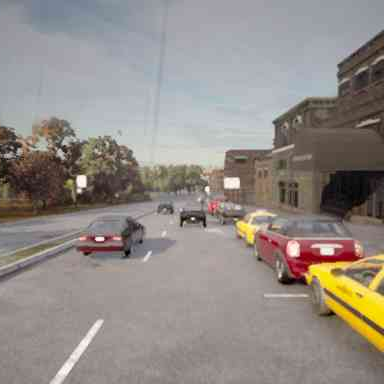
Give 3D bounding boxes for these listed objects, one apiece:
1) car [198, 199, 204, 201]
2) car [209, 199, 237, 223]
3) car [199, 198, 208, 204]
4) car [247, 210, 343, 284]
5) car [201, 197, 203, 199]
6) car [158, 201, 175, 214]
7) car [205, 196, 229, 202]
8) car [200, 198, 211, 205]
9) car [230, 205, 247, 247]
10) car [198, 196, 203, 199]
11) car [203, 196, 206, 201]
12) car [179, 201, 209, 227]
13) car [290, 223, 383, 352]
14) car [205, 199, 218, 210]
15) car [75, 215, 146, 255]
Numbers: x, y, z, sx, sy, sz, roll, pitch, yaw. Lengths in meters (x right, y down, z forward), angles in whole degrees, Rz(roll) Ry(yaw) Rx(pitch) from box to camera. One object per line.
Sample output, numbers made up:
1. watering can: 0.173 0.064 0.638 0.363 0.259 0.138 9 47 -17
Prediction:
1. car: 0.042 1.933 41.826 2.033 1.411 5.357 0 -1 0
2. car: 3.185 1.777 32.170 2.231 1.521 4.892 0 -1 0
3. car: 3.095 2.314 87.455 2.163 1.488 4.792 0 -1 0
4. car: 3.218 1.448 10.045 2.185 1.767 4.553 0 -1 0
5. car: 3.190 2.047 61.457 2.231 1.521 4.892 0 -1 1
6. car: -3.207 1.887 41.567 1.837 1.490 4.892 0 -1 0
7. car: 3.174 1.577 37.856 2.435 2.045 5.566 0 -1 0
8. car: 3.109 2.184 76.368 2.231 1.521 4.892 0 -1 0
9. car: 3.211 1.623 15.787 1.946 1.575 5.366 0 -1 0
10. car: 3.119 1.881 70.880 2.435 2.045 5.566 0 -1 0
11. car: 3.155 1.804 48.845 2.185 1.767 4.553 0 -1 0
12. car: 0.067 1.711 25.244 1.882 1.535 5.008 0 -1 0
13. car: 3.220 1.521 4.734 1.946 1.575 5.366 0 -1 0
14. car: 3.146 1.979 54.585 1.946 1.575 5.366 0 -1 0
15. car: -3.163 1.677 13.876 2.033 1.411 5.357 0 0 0
